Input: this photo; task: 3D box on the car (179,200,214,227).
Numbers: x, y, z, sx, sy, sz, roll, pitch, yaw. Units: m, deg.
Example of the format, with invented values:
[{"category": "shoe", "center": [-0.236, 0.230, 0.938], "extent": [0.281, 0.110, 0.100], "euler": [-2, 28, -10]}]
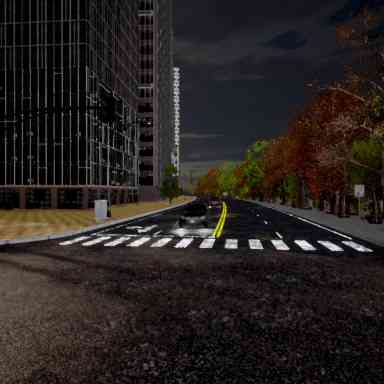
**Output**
[{"category": "car", "center": [0.307, 1.542, 22.839], "extent": [1.812, 1.442, 4.674], "euler": [0, 0, 7]}]

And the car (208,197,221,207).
[{"category": "car", "center": [3.644, 1.525, 53.532], "extent": [1.812, 1.442, 4.674], "euler": [0, 0, 5]}]
